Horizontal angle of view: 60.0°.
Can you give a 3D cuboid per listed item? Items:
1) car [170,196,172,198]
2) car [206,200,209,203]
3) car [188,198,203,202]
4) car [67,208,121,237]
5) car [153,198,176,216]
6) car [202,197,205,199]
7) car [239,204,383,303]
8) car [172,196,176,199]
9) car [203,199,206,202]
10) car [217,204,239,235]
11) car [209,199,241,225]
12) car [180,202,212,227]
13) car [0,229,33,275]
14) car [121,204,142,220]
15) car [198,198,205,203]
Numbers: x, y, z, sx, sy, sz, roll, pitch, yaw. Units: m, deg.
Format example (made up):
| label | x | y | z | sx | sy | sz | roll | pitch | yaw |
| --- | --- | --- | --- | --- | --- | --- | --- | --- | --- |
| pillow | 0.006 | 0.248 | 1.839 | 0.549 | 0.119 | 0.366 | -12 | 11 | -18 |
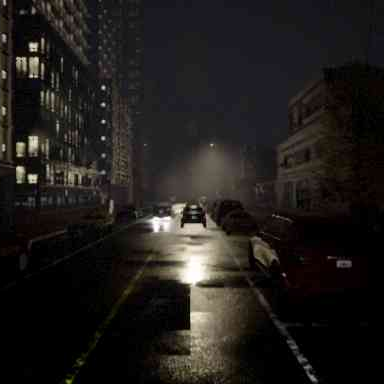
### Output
| label | x | y | z | sx | sy | sz | roll | pitch | yaw |
| --- | --- | --- | --- | --- | --- | --- | --- | --- | --- |
| car | -5.672 | 2.044 | 69.019 | 1.752 | 1.417 | 4.829 | 0 | 0 | 0 |
| car | 2.701 | 1.536 | 30.428 | 2.192 | 1.841 | 5.009 | 0 | 0 | 0 |
| car | 0.109 | 1.833 | 44.806 | 1.837 | 1.490 | 4.892 | 0 | -1 | 0 |
| car | -5.683 | 1.663 | 19.187 | 1.752 | 1.417 | 4.829 | 0 | 0 | 0 |
| car | -3.087 | 1.752 | 35.633 | 2.128 | 1.511 | 4.902 | 0 | 0 | 0 |
| car | 2.706 | 2.013 | 58.111 | 1.802 | 1.307 | 4.206 | 0 | 0 | 0 |
| car | 2.696 | 1.374 | 8.281 | 2.192 | 1.841 | 5.009 | 0 | 0 | 0 |
| car | -5.670 | 2.050 | 80.263 | 1.967 | 1.590 | 4.097 | 0 | 0 | 0 |
| car | 2.702 | 1.869 | 41.500 | 1.947 | 1.339 | 4.313 | 0 | 0 | 0 |
| car | 2.698 | 1.666 | 19.523 | 1.752 | 1.417 | 4.829 | 0 | 0 | 0 |
| car | 2.700 | 1.495 | 24.892 | 2.192 | 1.841 | 5.009 | 0 | 0 | 0 |
| car | 0.104 | 1.723 | 24.277 | 2.033 | 1.411 | 5.357 | 0 | 0 | 0 |
| car | -5.685 | 1.604 | 8.283 | 1.887 | 1.381 | 4.507 | 0 | 0 | 0 |
| car | -5.681 | 1.787 | 30.430 | 1.947 | 1.339 | 4.313 | 0 | 0 | 0 |
| car | 2.713 | 2.282 | 91.331 | 1.802 | 1.307 | 4.206 | 0 | 0 | 0 |
